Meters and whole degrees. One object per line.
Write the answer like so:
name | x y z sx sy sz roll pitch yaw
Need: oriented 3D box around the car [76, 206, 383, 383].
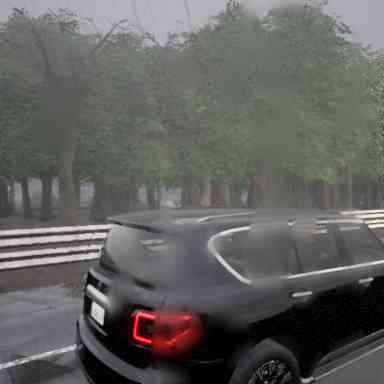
car | 1.322 1.225 4.625 5.566 2.045 2.150 0 0 -35
